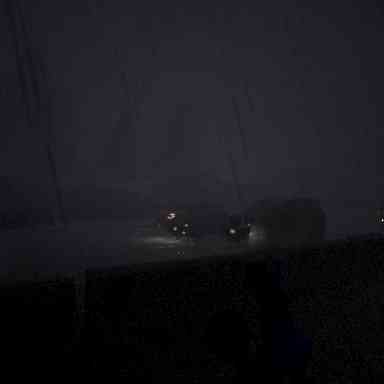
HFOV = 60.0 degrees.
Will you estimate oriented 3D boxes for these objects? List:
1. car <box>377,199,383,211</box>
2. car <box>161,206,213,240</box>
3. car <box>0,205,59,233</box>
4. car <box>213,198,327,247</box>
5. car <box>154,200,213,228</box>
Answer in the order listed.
[{"bbox_3d":[27.149,1.576,44.721,5.566,2.045,2.150,1,0,-36],"label":"car"},{"bbox_3d":[0.802,1.623,17.459,4.181,1.385,1.994,0,0,-35],"label":"car"},{"bbox_3d":[-9.992,1.504,18.360,4.902,1.511,2.128,0,0,-35],"label":"car"},{"bbox_3d":[3.937,1.288,15.398,5.566,2.045,2.150,0,0,-35],"label":"car"},{"bbox_3d":[-0.140,1.418,21.086,4.553,1.767,2.097,0,0,-35],"label":"car"}]
